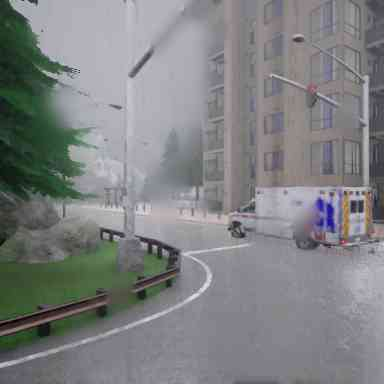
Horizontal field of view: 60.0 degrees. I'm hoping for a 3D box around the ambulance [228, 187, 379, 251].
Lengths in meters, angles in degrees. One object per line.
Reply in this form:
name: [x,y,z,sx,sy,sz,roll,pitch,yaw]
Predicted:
ambulance: [4.294,1.042,14.409,2.351,2.431,6.366,0,0,-37]
